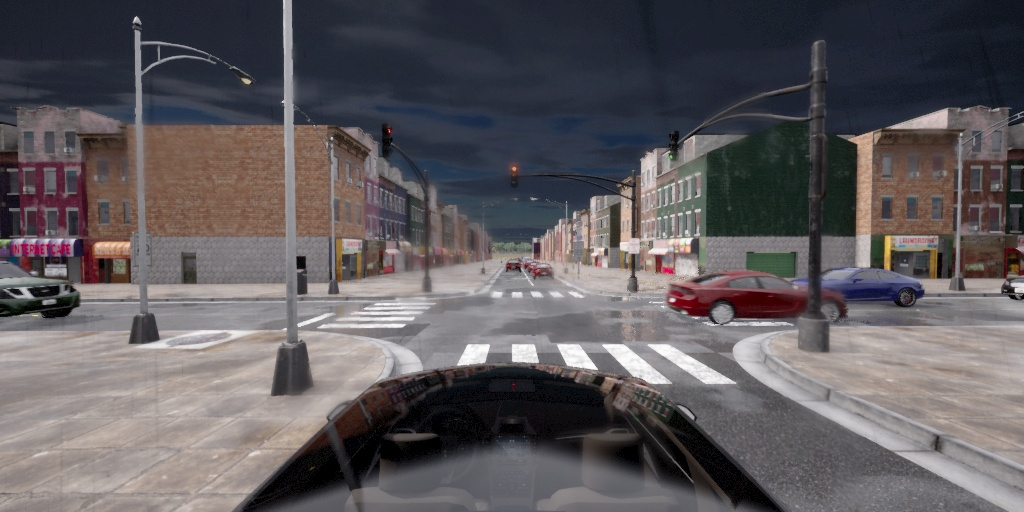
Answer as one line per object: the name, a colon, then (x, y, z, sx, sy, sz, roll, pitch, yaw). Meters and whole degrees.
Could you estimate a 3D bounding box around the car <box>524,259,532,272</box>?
car: (2.721, 1.329, 42.730, 1.802, 1.307, 4.207, 0, 0, 0)

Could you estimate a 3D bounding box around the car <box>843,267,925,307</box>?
car: (13.299, 1.160, 14.113, 4.674, 1.442, 1.812, 0, 1, 1)

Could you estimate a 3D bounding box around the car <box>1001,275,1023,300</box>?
car: (22.461, 1.087, 14.069, 4.902, 1.511, 2.128, 0, 1, 0)

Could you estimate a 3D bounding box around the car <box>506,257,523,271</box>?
car: (0.196, 1.225, 47.786, 1.882, 1.535, 5.008, 0, 0, 0)

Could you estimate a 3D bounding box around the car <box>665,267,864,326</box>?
car: (7.457, 1.211, 11.162, 5.008, 1.535, 1.882, 0, 1, 0)

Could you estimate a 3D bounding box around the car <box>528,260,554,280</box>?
car: (2.698, 1.292, 31.665, 1.888, 1.381, 4.507, 0, 0, 0)

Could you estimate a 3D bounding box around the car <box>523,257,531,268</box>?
car: (2.744, 1.293, 53.795, 1.888, 1.381, 4.507, 0, 0, 0)

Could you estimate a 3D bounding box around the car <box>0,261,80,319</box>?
car: (-17.195, 1.118, 11.204, 5.566, 2.045, 2.150, -1, 1, 0)
